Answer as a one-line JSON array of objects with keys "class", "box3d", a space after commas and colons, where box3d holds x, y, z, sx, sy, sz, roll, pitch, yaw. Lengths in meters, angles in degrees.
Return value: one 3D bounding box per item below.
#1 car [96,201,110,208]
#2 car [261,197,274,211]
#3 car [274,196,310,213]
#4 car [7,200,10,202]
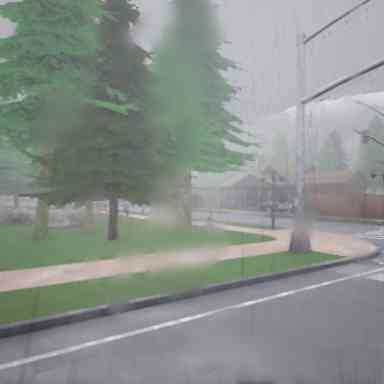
[{"class": "car", "box3d": [-12.926, 1.740, 50.586, 1.994, 1.385, 4.181, 1, -1, -40]}, {"class": "car", "box3d": [10.357, 1.489, 40.782, 3.866, 1.878, 1.905, 1, 0, -37]}, {"class": "car", "box3d": [12.175, 1.491, 39.003, 4.605, 1.855, 1.932, 1, 0, -37]}, {"class": "car", "box3d": [-40.728, 1.449, 76.969, 4.553, 1.767, 2.097, 0, 0, 26]}]
